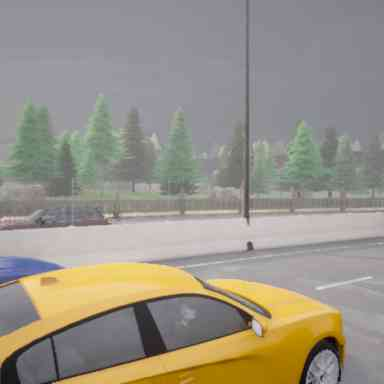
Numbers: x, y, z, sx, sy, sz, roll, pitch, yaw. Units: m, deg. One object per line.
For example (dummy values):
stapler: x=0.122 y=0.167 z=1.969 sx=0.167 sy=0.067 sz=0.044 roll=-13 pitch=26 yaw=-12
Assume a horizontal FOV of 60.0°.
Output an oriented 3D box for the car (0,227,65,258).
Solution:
car: x=-4.379 y=1.461 z=4.786 sx=5.008 sy=1.535 sz=1.882 roll=0 pitch=0 yaw=-36

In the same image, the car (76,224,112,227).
car: x=-5.394 y=1.324 z=12.756 sx=4.553 sy=1.767 sz=2.097 roll=0 pitch=0 yaw=-33

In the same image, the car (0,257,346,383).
car: x=-0.512 y=1.472 z=3.231 sx=5.008 sy=1.535 sz=1.882 roll=0 pitch=0 yaw=-35
